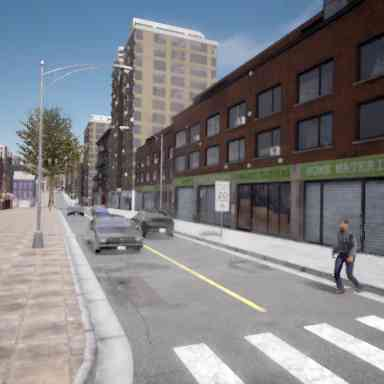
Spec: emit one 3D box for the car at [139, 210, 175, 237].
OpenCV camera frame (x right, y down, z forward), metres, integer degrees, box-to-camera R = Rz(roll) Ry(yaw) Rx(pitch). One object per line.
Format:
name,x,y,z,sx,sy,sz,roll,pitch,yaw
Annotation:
car,-2.500,1.815,19.836,1.837,1.490,4.892,1,-1,-22

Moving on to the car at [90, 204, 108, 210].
car,-11.795,2.287,42.242,2.033,1.411,5.357,1,-2,-23

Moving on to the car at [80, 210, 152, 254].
car,-3.619,1.732,14.834,2.033,1.411,5.357,1,-1,-23

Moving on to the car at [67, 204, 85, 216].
car,-14.420,2.226,41.091,2.033,1.411,5.357,1,-2,-22

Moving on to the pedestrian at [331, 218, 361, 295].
pedestrian,3.560,1.437,7.734,0.375,1.860,0.375,1,0,-23
